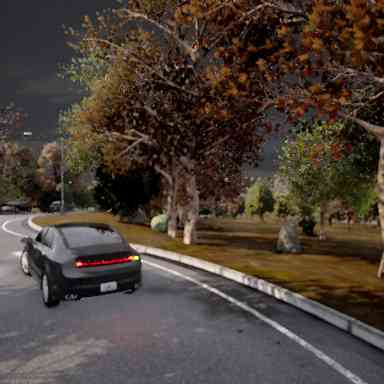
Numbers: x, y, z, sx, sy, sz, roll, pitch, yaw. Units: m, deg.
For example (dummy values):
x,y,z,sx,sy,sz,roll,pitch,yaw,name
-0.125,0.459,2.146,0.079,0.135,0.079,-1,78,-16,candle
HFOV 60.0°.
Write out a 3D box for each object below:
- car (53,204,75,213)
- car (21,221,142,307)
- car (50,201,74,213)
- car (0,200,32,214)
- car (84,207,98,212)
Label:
x,y,z,sx,sy,sz,roll,pitch,yaw,name
-20.732,2.728,54.187,1.812,1.442,4.674,0,-5,-1,car
-2.857,1.479,8.113,1.837,1.490,4.892,0,0,-33,car
-16.783,1.945,43.067,1.837,1.490,4.892,0,-3,-2,car
-20.424,1.729,38.719,2.128,1.511,4.902,0,-2,-1,car
-21.005,3.924,69.470,1.812,1.442,4.674,0,-5,-1,car
